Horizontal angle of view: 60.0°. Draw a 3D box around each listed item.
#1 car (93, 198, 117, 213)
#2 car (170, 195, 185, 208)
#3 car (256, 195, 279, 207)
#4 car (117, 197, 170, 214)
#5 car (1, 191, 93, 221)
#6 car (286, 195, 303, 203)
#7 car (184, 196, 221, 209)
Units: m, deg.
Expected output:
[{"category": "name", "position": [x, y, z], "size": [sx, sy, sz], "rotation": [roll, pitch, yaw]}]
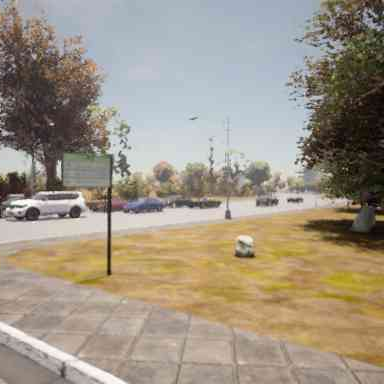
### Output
[{"category": "car", "position": [-8.209, 1.280, 33.540], "size": [1.994, 1.385, 4.181], "rotation": [1, 1, 38]}, {"category": "car", "position": [-1.973, 1.196, 41.544], "size": [1.837, 1.490, 4.892], "rotation": [1, 1, 37]}, {"category": "car", "position": [10.583, 1.200, 46.452], "size": [2.128, 1.511, 4.902], "rotation": [1, 1, 35]}, {"category": "car", "position": [-4.644, 1.277, 32.414], "size": [1.812, 1.442, 4.674], "rotation": [1, 1, 38]}, {"category": "car", "position": [-10.639, 0.977, 24.834], "size": [2.150, 2.045, 5.566], "rotation": [1, 0, 38]}, {"category": "car", "position": [17.712, 1.219, 57.124], "size": [1.895, 1.301, 4.718], "rotation": [1, 1, 32]}, {"category": "car", "position": [1.536, 1.324, 40.370], "size": [1.895, 1.301, 4.718], "rotation": [1, 1, 37]}]
